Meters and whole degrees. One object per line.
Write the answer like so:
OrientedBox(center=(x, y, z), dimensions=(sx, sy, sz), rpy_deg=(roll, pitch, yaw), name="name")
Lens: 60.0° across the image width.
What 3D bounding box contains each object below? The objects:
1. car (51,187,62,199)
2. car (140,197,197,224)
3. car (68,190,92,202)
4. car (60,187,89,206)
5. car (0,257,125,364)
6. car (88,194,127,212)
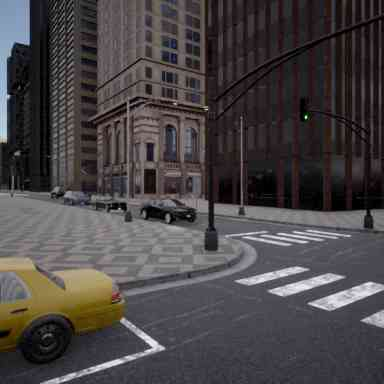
OrientedBox(center=(-21.984, 0.133, 55.718), dimensions=(2.150, 2.045, 5.566), rpy_deg=(0, 1, -36), name="car")
OrientedBox(center=(-1.661, 1.128, 21.996), dimensions=(1.882, 1.535, 5.008), rpy_deg=(0, 1, -36), name="car")
OrientedBox(center=(-16.019, 0.575, 47.460), dimensions=(1.882, 1.535, 5.008), rpy_deg=(0, 1, -35), name="car")
OrientedBox(center=(-13.203, 0.624, 38.136), dimensions=(2.097, 1.767, 4.553), rpy_deg=(0, 1, -35), name="car")
OrientedBox(center=(-3.317, 1.525, 4.283), dimensions=(4.829, 1.417, 1.752), rpy_deg=(0, 0, -35), name="car")
OrientedBox(center=(-7.447, 1.059, 30.079), dimensions=(1.895, 1.301, 4.718), rpy_deg=(0, 1, -36), name="car")
